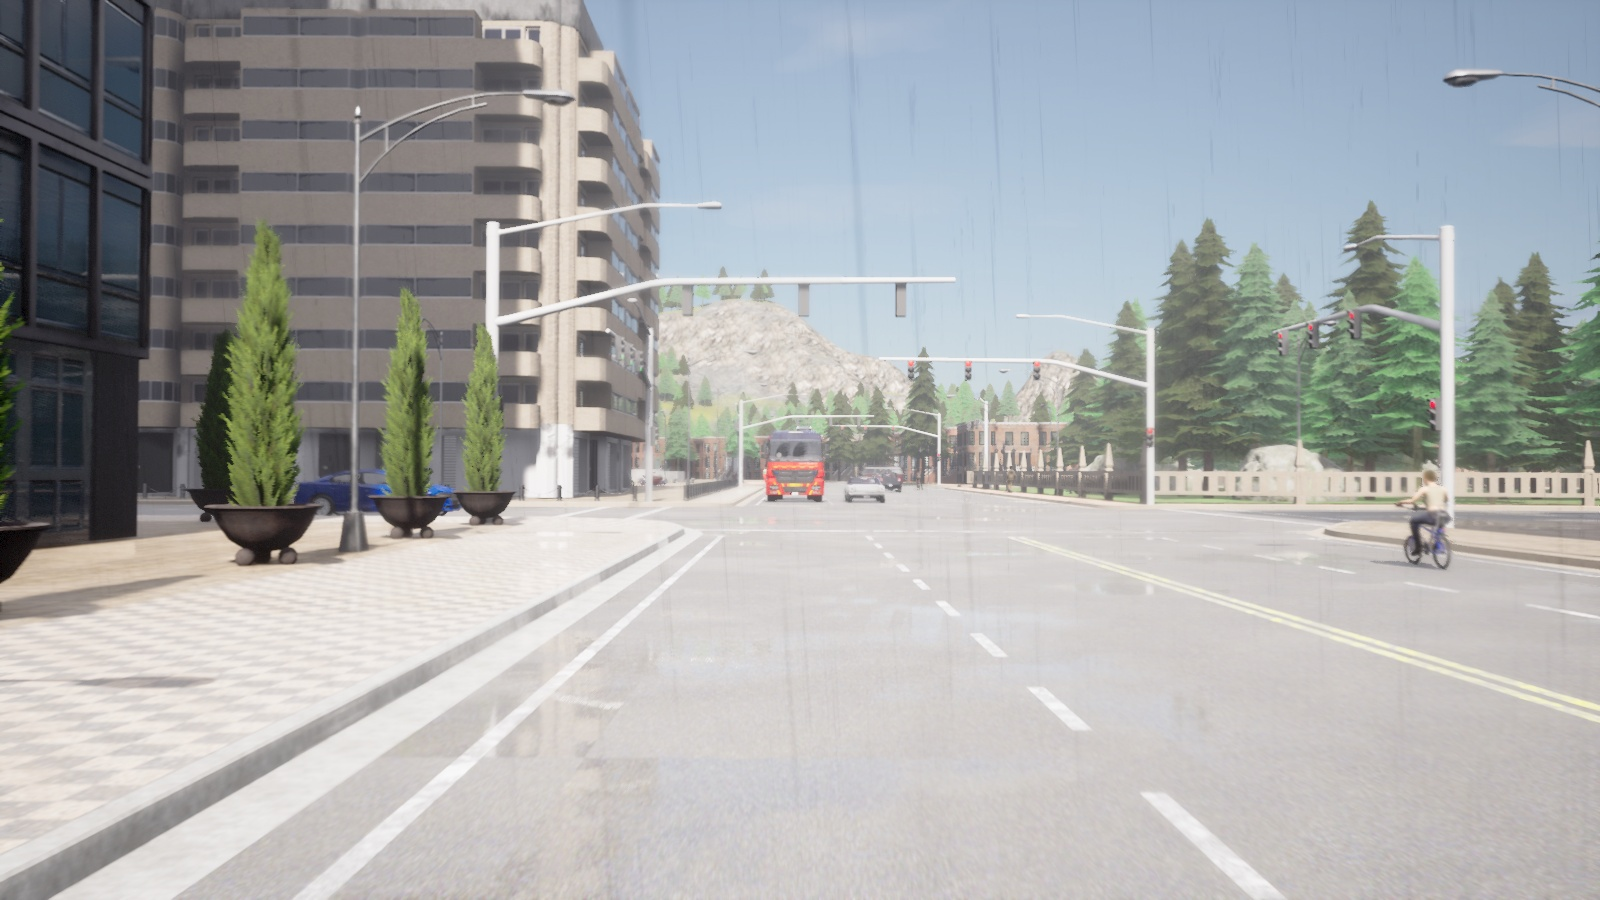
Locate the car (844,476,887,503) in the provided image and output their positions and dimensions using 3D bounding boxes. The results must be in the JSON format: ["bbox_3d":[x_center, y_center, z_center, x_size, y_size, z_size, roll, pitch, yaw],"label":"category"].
[{"bbox_3d":[3.277,1.966,63.569,1.895,1.301,4.718,0,-1,0],"label":"car"}]

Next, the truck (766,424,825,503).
[{"bbox_3d":[-0.234,0.744,65.278,2.891,3.827,8.468,0,-1,0],"label":"truck"}]

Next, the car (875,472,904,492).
[{"bbox_3d":[6.671,2.375,93.954,1.845,1.501,3.633,0,-1,0],"label":"car"}]

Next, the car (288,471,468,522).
[{"bbox_3d":[-13.108,1.445,39.204,5.008,1.535,1.882,0,-1,0],"label":"car"}]

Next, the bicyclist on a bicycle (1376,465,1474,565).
[{"bbox_3d":[10.420,1.061,20.994,0.866,1.612,1.509,0,-1,0],"label":"bicyclist on a bicycle"}]
